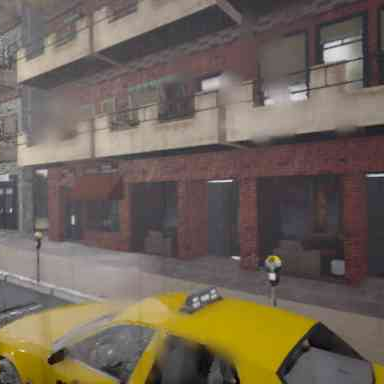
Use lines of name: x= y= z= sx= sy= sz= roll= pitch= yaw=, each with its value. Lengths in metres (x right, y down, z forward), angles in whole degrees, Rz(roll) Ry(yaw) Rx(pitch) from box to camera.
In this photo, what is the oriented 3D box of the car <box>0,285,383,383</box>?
car: x=-0.141 y=1.525 z=2.975 sx=4.829 sy=1.417 sz=1.752 roll=0 pitch=-1 yaw=35
